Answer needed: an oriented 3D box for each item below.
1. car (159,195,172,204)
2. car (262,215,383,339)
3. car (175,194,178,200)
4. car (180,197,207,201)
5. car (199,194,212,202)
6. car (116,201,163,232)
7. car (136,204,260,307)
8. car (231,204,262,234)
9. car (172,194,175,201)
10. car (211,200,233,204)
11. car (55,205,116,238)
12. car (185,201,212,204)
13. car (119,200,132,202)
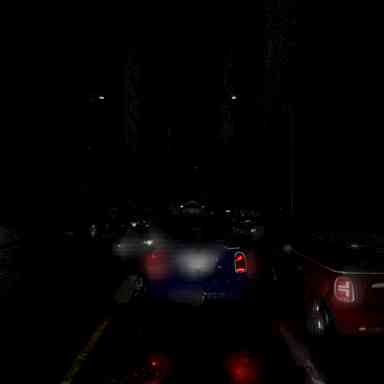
[{"bbox_3d":[-5.591,1.626,65.701,1.802,1.307,4.206,0,0,0],"label":"car"},{"bbox_3d":[2.858,1.440,6.586,1.967,1.590,4.097,0,0,0],"label":"car"},{"bbox_3d":[-5.523,1.638,92.573,1.752,1.417,4.829,0,0,0],"label":"car"},{"bbox_3d":[0.019,1.460,27.459,1.801,1.575,5.366,0,0,0],"label":"car"},{"bbox_3d":[2.934,1.484,65.682,1.967,1.590,4.097,0,0,0],"label":"car"},{"bbox_3d":[-3.062,1.507,20.102,1.837,1.490,4.892,0,0,0],"label":"car"},{"bbox_3d":[0.105,1.352,8.157,2.097,1.767,4.553,0,0,0],"label":"car"},{"bbox_3d":[2.866,1.552,17.589,2.008,1.369,4.403,0,0,0],"label":"car"},{"bbox_3d":[-5.563,1.617,76.518,2.008,1.369,4.403,0,0,0],"label":"car"},{"bbox_3d":[2.874,1.569,28.592,1.947,1.339,4.313,0,0,0],"label":"car"},{"bbox_3d":[-5.659,1.567,17.595,1.947,1.339,4.313,0,0,0],"label":"car"},{"bbox_3d":[0.108,1.479,17.437,1.882,1.535,5.008,0,0,0],"label":"car"},{"bbox_3d":[-5.652,1.444,28.598,1.967,1.590,4.097,0,0,0],"label":"car"}]
